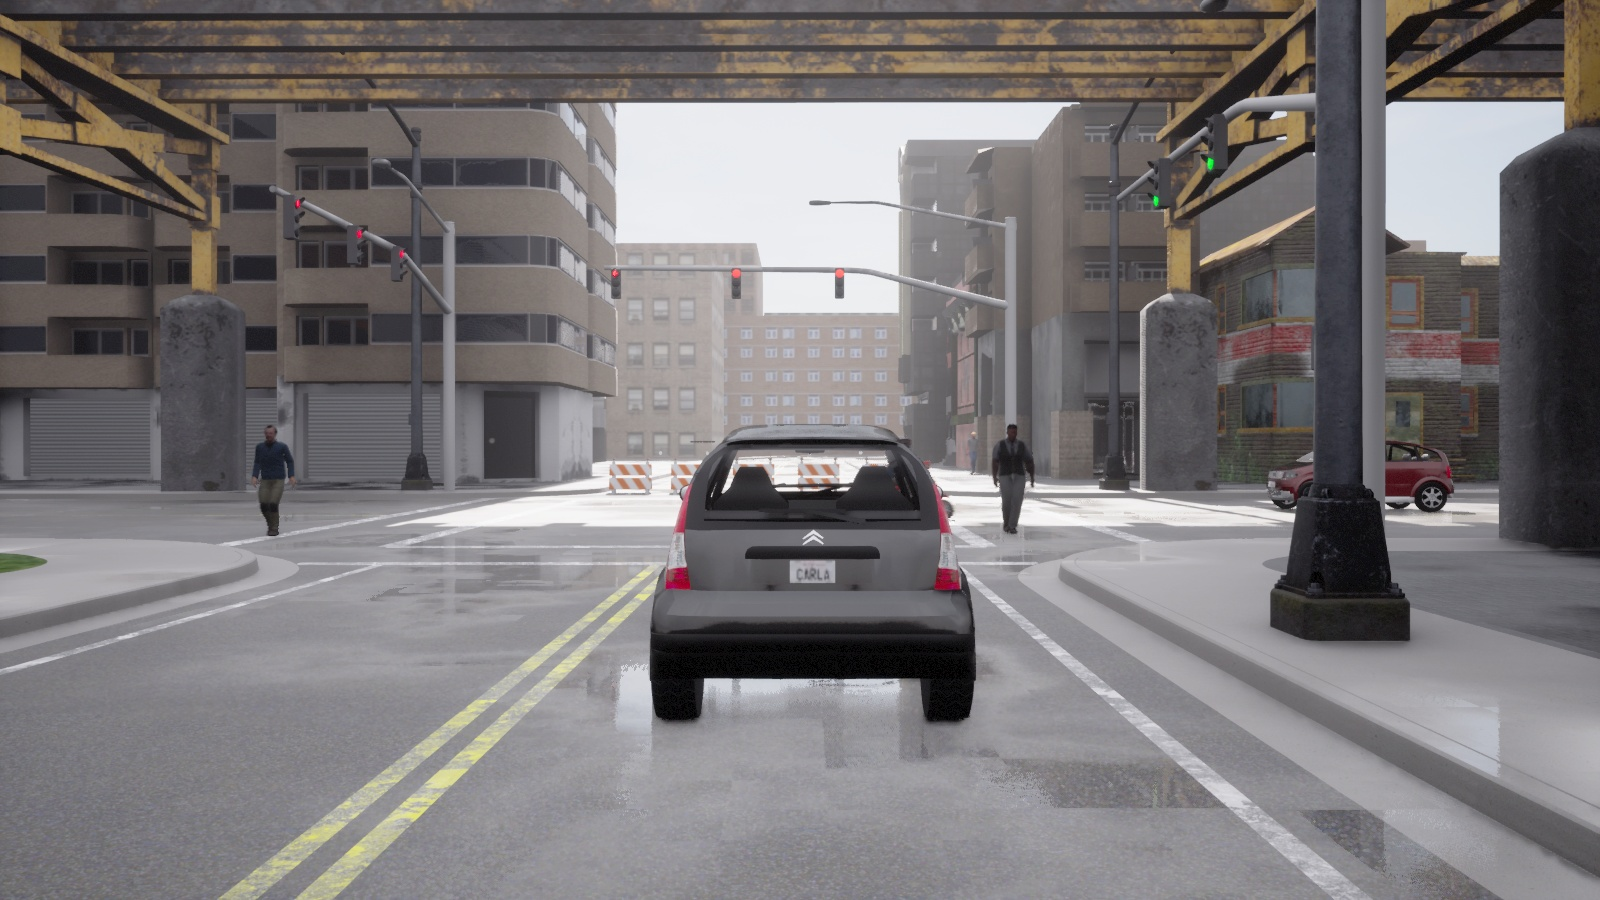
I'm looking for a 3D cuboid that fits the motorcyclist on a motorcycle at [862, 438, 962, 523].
[{"bbox_3d":[2.116,0.566,23.950,1.817,1.590,0.866,0,0,0],"label":"motorcyclist on a motorcycle"}]

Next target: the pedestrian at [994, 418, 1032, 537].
[{"bbox_3d":[3.434,0.435,20.291,0.563,1.883,0.849,0,0,7],"label":"pedestrian"}]

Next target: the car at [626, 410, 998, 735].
[{"bbox_3d":[0.073,0.598,8.243,1.851,1.617,3.988,0,0,0],"label":"car"}]

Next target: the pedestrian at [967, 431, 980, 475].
[{"bbox_3d":[7.333,0.118,53.100,0.354,1.836,0.706,0,0,-6],"label":"pedestrian"}]

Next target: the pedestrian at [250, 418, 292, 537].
[{"bbox_3d":[-8.358,0.423,19.837,0.402,1.842,0.726,0,0,-5],"label":"pedestrian"}]

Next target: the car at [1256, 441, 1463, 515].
[{"bbox_3d":[12.146,0.580,27.426,3.705,1.549,1.789,0,0,0],"label":"car"}]
